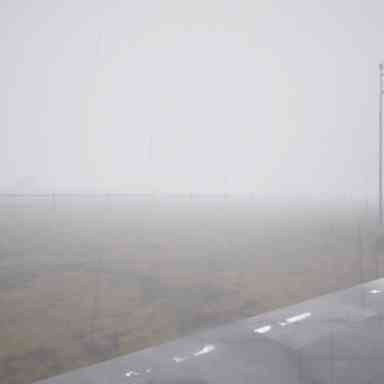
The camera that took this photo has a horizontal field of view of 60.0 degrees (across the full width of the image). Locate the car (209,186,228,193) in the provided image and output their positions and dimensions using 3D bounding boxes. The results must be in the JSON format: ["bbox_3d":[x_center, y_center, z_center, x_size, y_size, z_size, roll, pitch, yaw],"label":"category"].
[{"bbox_3d":[5.761,-0.626,72.968,1.837,1.490,4.892,2,1,-36],"label":"car"}]
